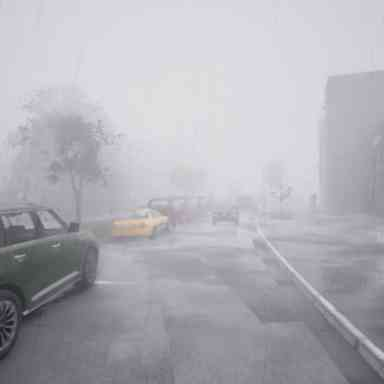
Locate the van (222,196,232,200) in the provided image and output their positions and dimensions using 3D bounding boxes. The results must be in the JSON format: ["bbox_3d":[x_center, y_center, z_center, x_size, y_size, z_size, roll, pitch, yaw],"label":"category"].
[{"bbox_3d":[5.323,1.575,49.747,1.878,1.987,4.442,-2,0,18],"label":"van"}]

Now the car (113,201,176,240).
[{"bbox_3d":[-2.465,1.506,17.262,1.946,1.575,5.366,-2,0,9],"label":"car"}]

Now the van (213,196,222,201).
[{"bbox_3d":[1.913,1.449,39.094,1.878,1.987,4.442,-2,0,14],"label":"van"}]

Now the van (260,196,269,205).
[{"bbox_3d":[14.234,1.815,70.196,1.878,1.987,4.442,-2,0,26],"label":"van"}]

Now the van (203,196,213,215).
[{"bbox_3d":[0.533,1.396,33.687,1.878,1.987,4.442,-2,0,12],"label":"van"}]

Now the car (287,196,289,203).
[{"bbox_3d":[24.495,2.227,89.625,2.231,1.521,4.892,-2,0,27],"label":"car"}]

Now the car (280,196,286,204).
[{"bbox_3d":[21.888,2.212,84.770,2.163,1.488,4.792,-2,0,27],"label":"car"}]

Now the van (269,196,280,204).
[{"bbox_3d":[18.806,1.902,79.035,1.878,1.987,4.442,-2,0,26],"label":"van"}]

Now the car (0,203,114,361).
[{"bbox_3d":[-3.487,1.228,5.970,2.435,2.045,5.566,-3,0,3],"label":"car"}]

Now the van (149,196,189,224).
[{"bbox_3d":[-1.688,1.313,22.726,1.878,1.987,4.442,-2,0,7],"label":"van"}]

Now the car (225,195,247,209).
[{"bbox_3d":[7.283,1.616,54.888,2.435,2.045,5.566,-2,0,19],"label":"car"}]

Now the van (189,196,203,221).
[{"bbox_3d":[-0.672,1.350,28.227,1.878,1.987,4.442,-2,0,12],"label":"van"}]

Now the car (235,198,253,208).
[{"bbox_3d":[9.451,1.970,60.007,2.002,1.452,4.674,-2,0,23],"label":"car"}]

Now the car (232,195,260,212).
[{"bbox_3d":[6.918,1.422,42.272,2.150,2.045,5.566,-1,-1,17],"label":"car"}]

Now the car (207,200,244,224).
[{"bbox_3d":[2.646,1.603,25.058,2.033,1.411,5.357,0,0,10],"label":"car"}]
